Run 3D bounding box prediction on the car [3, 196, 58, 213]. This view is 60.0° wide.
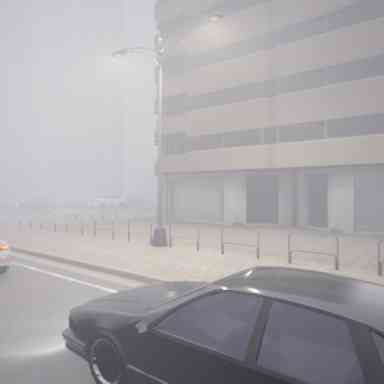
[{"bbox_3d":[-17.967,1.395,37.159,2.097,1.767,4.553,0,0,37],"label":"car"}]

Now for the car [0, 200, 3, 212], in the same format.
[{"bbox_3d":[-22.752,1.534,36.685,2.128,1.511,4.902,0,0,38],"label":"car"}]

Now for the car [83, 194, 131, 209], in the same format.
[{"bbox_3d":[-11.527,1.265,45.642,2.150,2.045,5.566,0,0,37],"label":"car"}]

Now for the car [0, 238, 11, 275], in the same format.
[{"bbox_3d":[-6.716,1.522,9.230,4.674,1.442,1.812,0,0,39],"label":"car"}]

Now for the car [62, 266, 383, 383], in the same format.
[{"bbox_3d":[0.881,1.547,3.383,5.357,1.411,2.033,0,0,38],"label":"car"}]

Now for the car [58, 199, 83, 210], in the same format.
[{"bbox_3d":[-16.463,1.590,44.935,2.033,1.411,5.357,0,0,37],"label":"car"}]

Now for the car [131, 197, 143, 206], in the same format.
[{"bbox_3d":[-10.021,1.534,53.360,2.128,1.511,4.902,0,0,38],"label":"car"}]
